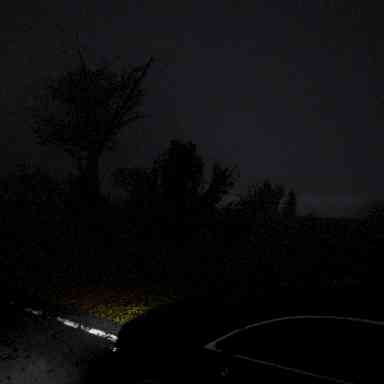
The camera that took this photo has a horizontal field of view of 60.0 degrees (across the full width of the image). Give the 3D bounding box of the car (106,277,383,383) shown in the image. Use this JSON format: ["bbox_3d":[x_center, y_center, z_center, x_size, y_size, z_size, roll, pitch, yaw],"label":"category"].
[{"bbox_3d":[1.376,1.560,2.889,4.892,1.490,1.837,0,-1,33],"label":"car"}]
